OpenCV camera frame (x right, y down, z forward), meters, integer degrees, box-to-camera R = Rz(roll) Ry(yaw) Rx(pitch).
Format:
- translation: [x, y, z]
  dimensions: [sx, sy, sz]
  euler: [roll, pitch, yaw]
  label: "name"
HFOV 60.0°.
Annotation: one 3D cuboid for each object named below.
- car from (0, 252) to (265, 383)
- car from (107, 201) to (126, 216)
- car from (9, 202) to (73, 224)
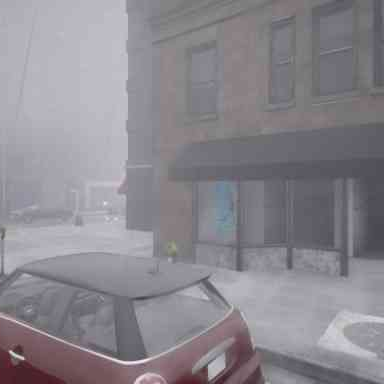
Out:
- translation: [-1.376, 1.440, 3.830]
  dimensions: [4.097, 1.590, 1.967]
  euler: [0, 0, 36]
  label: "car"
- translation: [-6.225, 1.556, 32.622]
  dimensions: [1.994, 1.385, 4.181]
  euler: [0, 0, 35]
  label: "car"
- translation: [-11.349, 1.516, 25.345]
  dimensions: [1.812, 1.442, 4.674]
  euler: [0, 0, 37]
  label: "car"
